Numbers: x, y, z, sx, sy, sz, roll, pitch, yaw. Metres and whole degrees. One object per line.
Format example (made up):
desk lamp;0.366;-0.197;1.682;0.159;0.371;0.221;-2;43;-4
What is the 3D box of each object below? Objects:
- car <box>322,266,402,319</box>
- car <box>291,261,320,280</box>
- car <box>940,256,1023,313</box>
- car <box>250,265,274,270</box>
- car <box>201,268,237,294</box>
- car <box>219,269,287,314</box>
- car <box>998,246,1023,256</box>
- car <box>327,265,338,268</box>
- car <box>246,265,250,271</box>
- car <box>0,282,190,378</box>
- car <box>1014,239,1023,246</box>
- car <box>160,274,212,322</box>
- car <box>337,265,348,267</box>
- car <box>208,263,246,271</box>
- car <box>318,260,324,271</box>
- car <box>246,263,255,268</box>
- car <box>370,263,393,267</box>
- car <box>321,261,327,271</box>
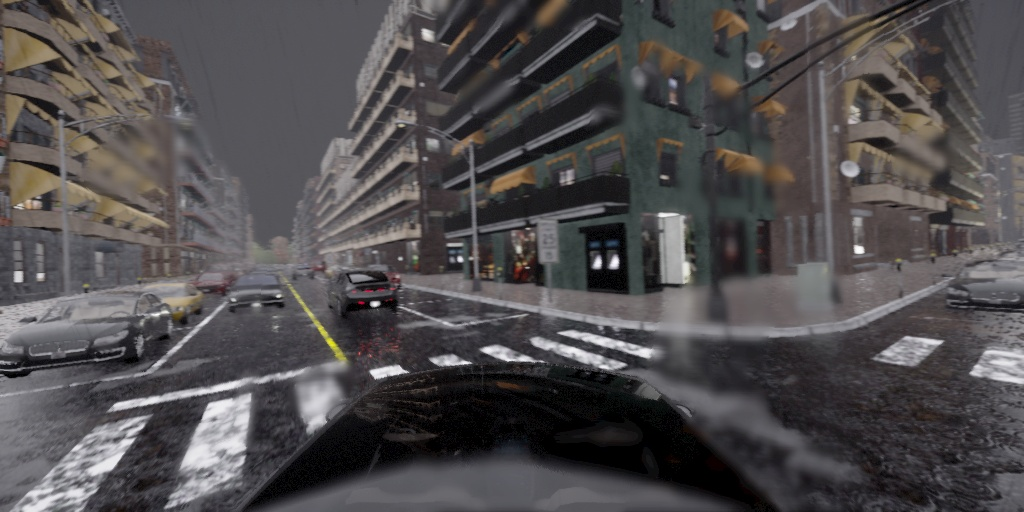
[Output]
car;-5.667;1.292;13.359;1.837;1.490;4.892;-2;0;-34
car;-21.602;1.640;37.092;2.128;1.511;4.902;-2;1;-34
car;13.153;0.765;9.606;4.403;1.370;2.007;0;0;-33
car;-23.911;1.810;34.977;1.994;1.385;4.181;-2;0;-33
car;-18.260;1.701;21.834;1.888;1.381;4.507;0;0;-34
car;-10.992;1.501;15.589;2.033;1.411;5.357;-2;1;-34
car;22.401;0.391;15.670;4.403;1.370;2.007;0;0;-33
car;-14.380;1.496;31.096;2.007;1.370;4.403;0;0;-34
car;-27.458;1.892;35.571;1.751;1.417;4.829;0;0;-34
car;-8.966;1.497;7.955;2.007;1.370;4.403;0;0;-34
car;31.650;-0.090;21.733;4.097;1.591;1.967;0;0;-33
car;-11.969;1.542;12.440;1.751;1.417;4.829;0;0;-34
car;-11.283;1.426;26.470;2.007;1.370;4.403;0;0;-34
car;-21.358;1.540;26.460;2.192;1.841;5.009;0;0;-34
car;-26.771;1.543;49.600;2.192;1.841;5.009;0;0;-34
car;-30.650;1.752;40.338;2.192;1.841;5.009;0;0;-34
car;-8.185;1.245;21.844;1.967;1.591;4.097;0;0;-34
car;-17.573;1.541;35.863;1.751;1.417;4.829;0;0;-34
